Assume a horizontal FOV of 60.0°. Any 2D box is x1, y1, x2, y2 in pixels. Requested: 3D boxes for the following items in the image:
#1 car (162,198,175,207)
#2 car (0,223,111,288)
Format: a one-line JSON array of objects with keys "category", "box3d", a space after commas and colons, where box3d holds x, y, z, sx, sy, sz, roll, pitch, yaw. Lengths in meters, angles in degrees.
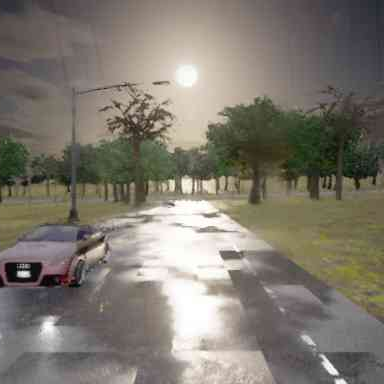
[{"category": "car", "box3d": [-3.545, 1.558, 51.236, 2.033, 1.411, 5.357, 0, 0, 1]}, {"category": "car", "box3d": [-3.598, 1.562, 9.090, 1.994, 1.385, 4.181, 0, 0, 0]}]
